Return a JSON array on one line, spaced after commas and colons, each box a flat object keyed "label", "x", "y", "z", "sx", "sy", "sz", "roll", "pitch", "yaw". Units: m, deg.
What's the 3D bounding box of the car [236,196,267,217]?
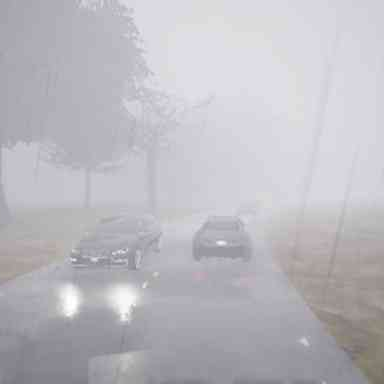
[{"label": "car", "x": 5.153, "y": 1.402, "z": 29.858, "sx": 2.033, "sy": 1.411, "sz": 5.357, "roll": 0, "pitch": 1, "yaw": 18}]

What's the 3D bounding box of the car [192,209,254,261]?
[{"label": "car", "x": 1.189, "y": 1.559, "z": 12.394, "sx": 1.994, "sy": 1.385, "sz": 4.181, "roll": 0, "pitch": 0, "yaw": 8}]

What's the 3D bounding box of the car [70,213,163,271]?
[{"label": "car", "x": -2.230, "y": 1.497, "z": 11.017, "sx": 1.837, "sy": 1.490, "sz": 4.892, "roll": 0, "pitch": 0, "yaw": 7}]

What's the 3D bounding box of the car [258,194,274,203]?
[{"label": "car", "x": 10.790, "y": 0.983, "z": 50.089, "sx": 1.882, "sy": 1.535, "sz": 5.008, "roll": 0, "pitch": 1, "yaw": 30}]
